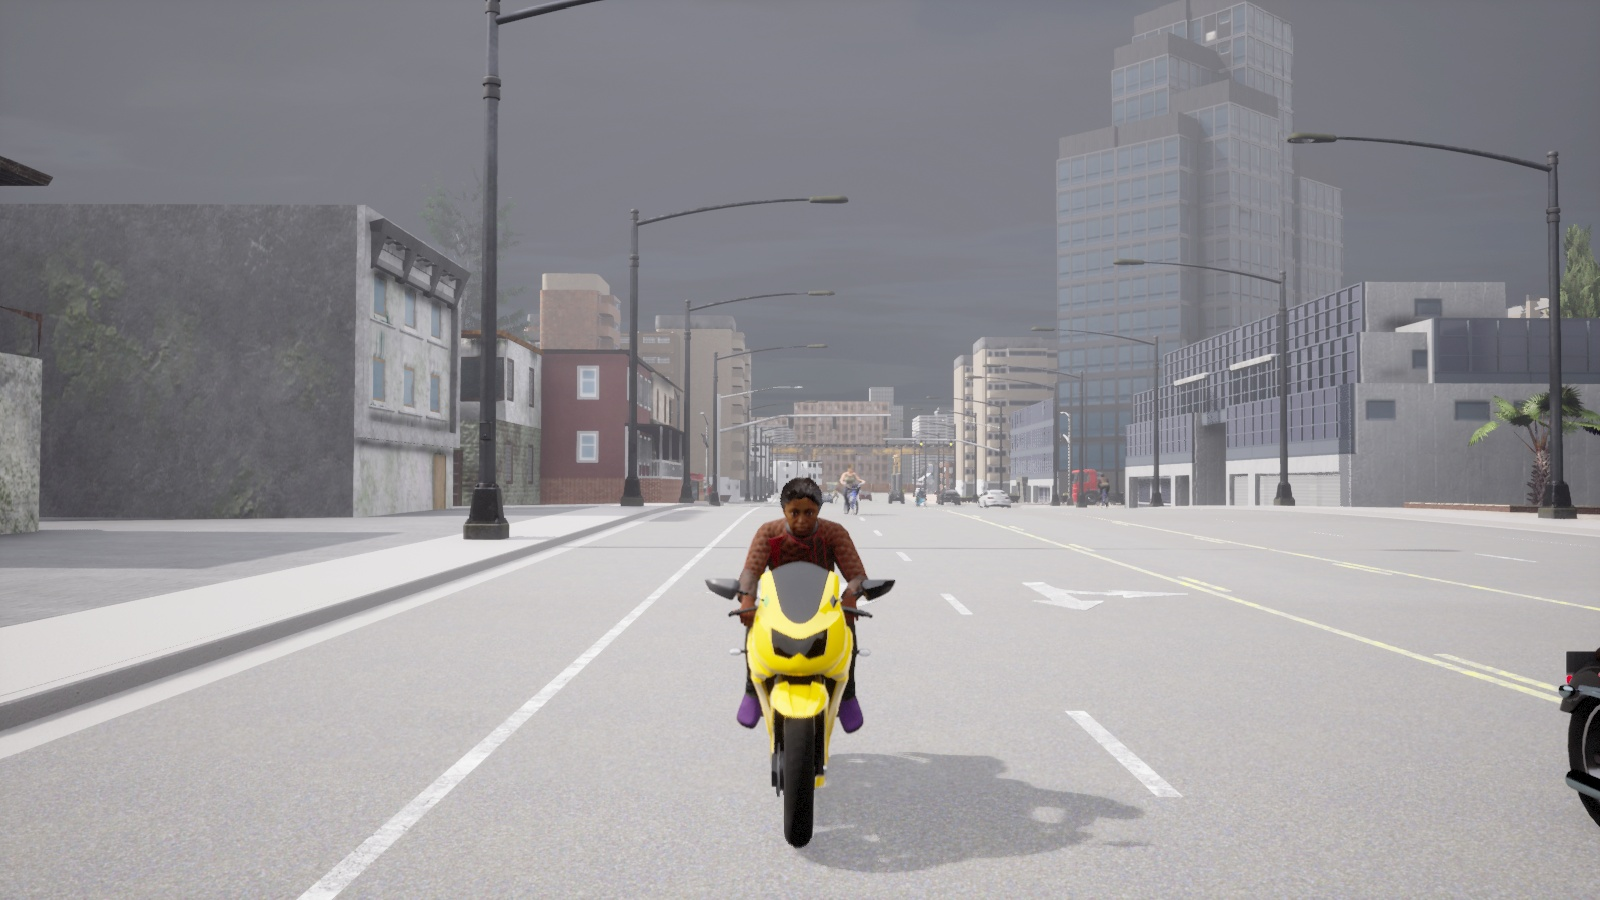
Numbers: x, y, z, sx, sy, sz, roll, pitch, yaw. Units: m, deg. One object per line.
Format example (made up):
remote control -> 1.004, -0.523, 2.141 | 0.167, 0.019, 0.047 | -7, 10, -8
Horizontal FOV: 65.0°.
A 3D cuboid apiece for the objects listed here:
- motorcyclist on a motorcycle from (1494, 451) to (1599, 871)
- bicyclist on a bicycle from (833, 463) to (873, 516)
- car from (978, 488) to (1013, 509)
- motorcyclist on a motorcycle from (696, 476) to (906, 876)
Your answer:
motorcyclist on a motorcycle -> 3.517, 0.820, 4.480 | 0.766, 1.649, 2.350 | 0, -1, 0
bicyclist on a bicycle -> 1.628, 1.223, 39.068 | 0.866, 1.612, 1.509 | 0, -1, -14
car -> 14.158, 3.507, 91.335 | 1.812, 1.442, 4.674 | 0, -2, 0
motorcyclist on a motorcycle -> 0.012, 0.885, 5.824 | 0.797, 1.523, 2.044 | 0, -1, 1
